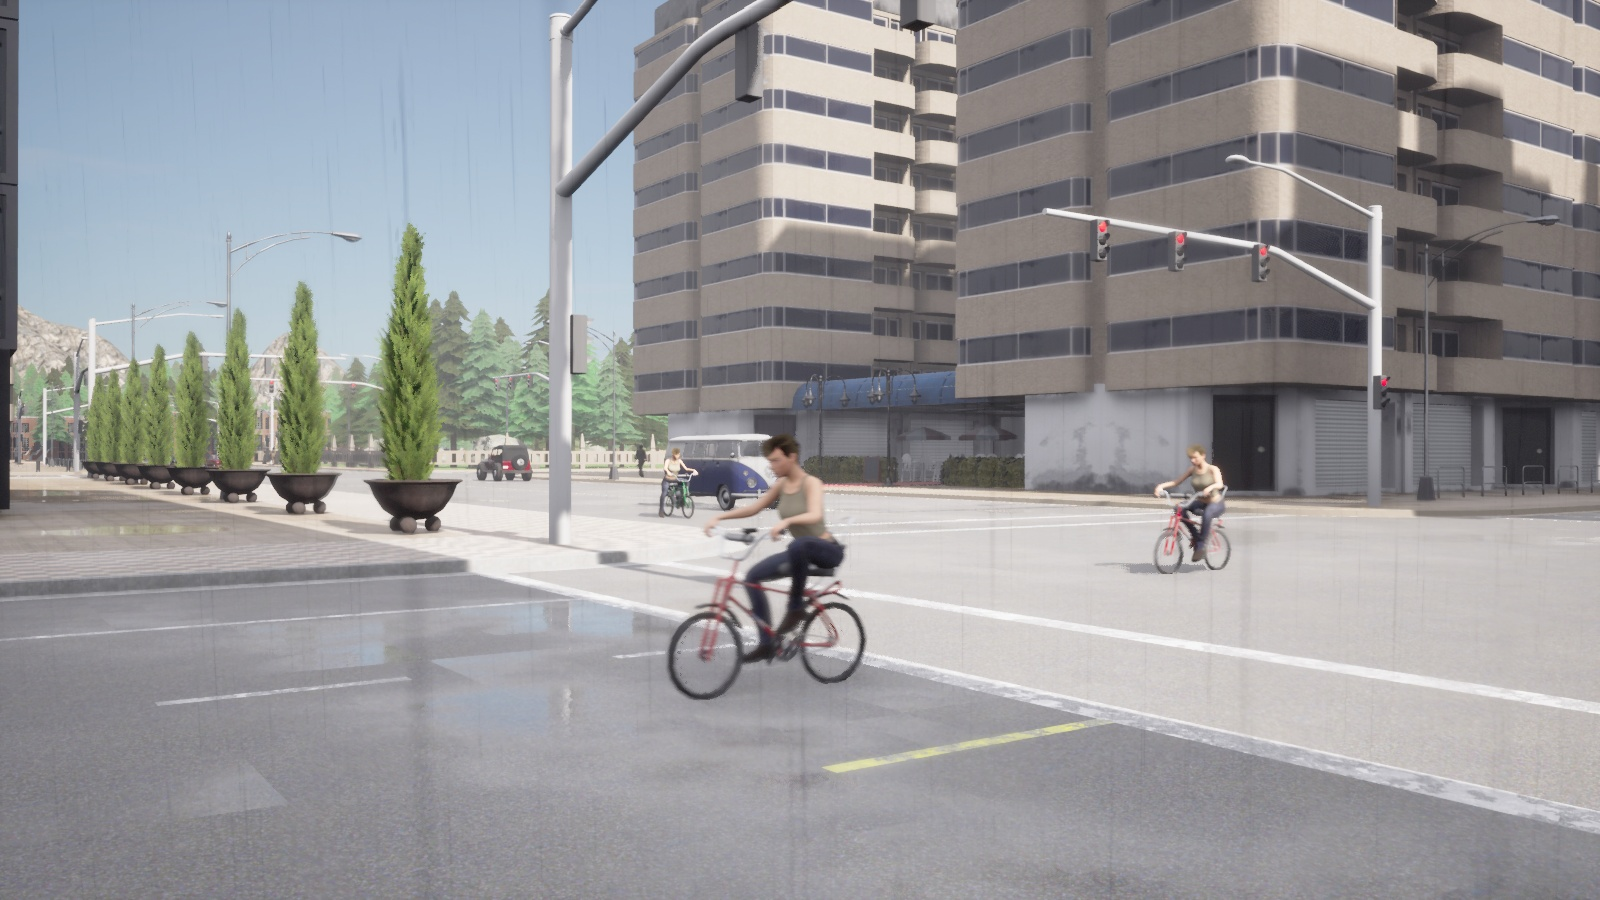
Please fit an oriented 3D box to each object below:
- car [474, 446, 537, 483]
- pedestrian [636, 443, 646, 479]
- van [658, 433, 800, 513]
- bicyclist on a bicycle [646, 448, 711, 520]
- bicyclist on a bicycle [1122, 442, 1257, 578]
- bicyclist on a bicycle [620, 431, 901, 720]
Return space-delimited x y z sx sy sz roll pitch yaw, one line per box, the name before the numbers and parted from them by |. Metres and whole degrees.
car | -15.399 0.734 65.583 1.905 1.878 3.866 0 0 -34
pedestrian | -8.640 0.586 68.301 0.395 1.930 0.692 0 0 -22
van | -1.986 0.584 33.753 1.775 1.987 4.442 0 0 -35
bicyclist on a bicycle | -2.792 0.758 28.742 0.866 1.612 1.509 0 0 -35
bicyclist on a bicycle | 4.852 0.709 15.645 1.509 1.612 0.866 0 0 -35
bicyclist on a bicycle | -0.235 0.701 7.788 1.509 1.612 0.866 0 0 -35
